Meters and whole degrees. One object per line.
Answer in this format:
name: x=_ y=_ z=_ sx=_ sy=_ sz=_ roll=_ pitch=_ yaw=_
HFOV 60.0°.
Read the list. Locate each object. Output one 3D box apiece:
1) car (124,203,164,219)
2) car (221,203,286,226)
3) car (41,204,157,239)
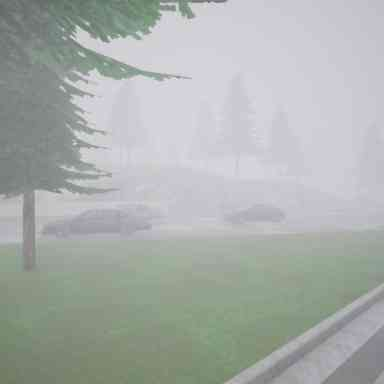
car: x=-4.763 y=1.541 z=24.391 sx=5.357 sy=1.411 sz=2.033 roll=0 pitch=0 yaw=-15
car: x=4.361 y=1.518 z=23.427 sx=4.674 sy=1.442 sz=1.812 roll=0 pitch=0 yaw=-17
car: x=-4.791 y=1.542 z=17.124 sx=5.357 sy=1.411 sz=2.033 roll=0 pitch=0 yaw=-17
